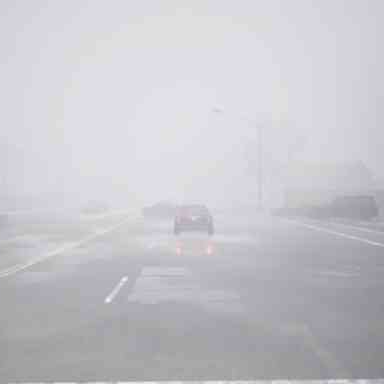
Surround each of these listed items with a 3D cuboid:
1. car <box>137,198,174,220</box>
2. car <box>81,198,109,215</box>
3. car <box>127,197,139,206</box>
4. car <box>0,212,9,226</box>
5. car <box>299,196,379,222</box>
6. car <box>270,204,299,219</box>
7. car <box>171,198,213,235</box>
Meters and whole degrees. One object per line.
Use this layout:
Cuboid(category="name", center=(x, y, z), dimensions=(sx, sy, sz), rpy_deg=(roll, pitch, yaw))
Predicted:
Cuboid(category="car", center=(-2.471, 1.610, 29.803), dimensions=(1.882, 1.535, 5.008), rpy_deg=(-3, 2, -43))
Cuboid(category="car", center=(-10.620, 1.711, 36.999), dimensions=(2.033, 1.411, 5.357), rpy_deg=(0, 0, 0))
Cuboid(category="car", center=(-10.541, 1.777, 60.635), dimensions=(1.837, 1.490, 4.892), rpy_deg=(0, -1, 0))
Cuboid(category="car", center=(-14.111, 1.697, 21.750), dimensions=(1.895, 1.301, 4.718), rpy_deg=(0, 0, 0))
Cuboid(category="car", center=(12.010, 1.343, 26.861), dimensions=(5.566, 2.045, 2.150), rpy_deg=(0, 0, -1))
Cuboid(category="car", center=(9.587, 1.735, 30.335), dimensions=(4.718, 1.301, 1.895), rpy_deg=(0, 0, -1))
Cuboid(category="car", center=(0.091, 1.439, 19.589), dimensions=(2.097, 1.767, 4.553), rpy_deg=(0, 0, 0))
